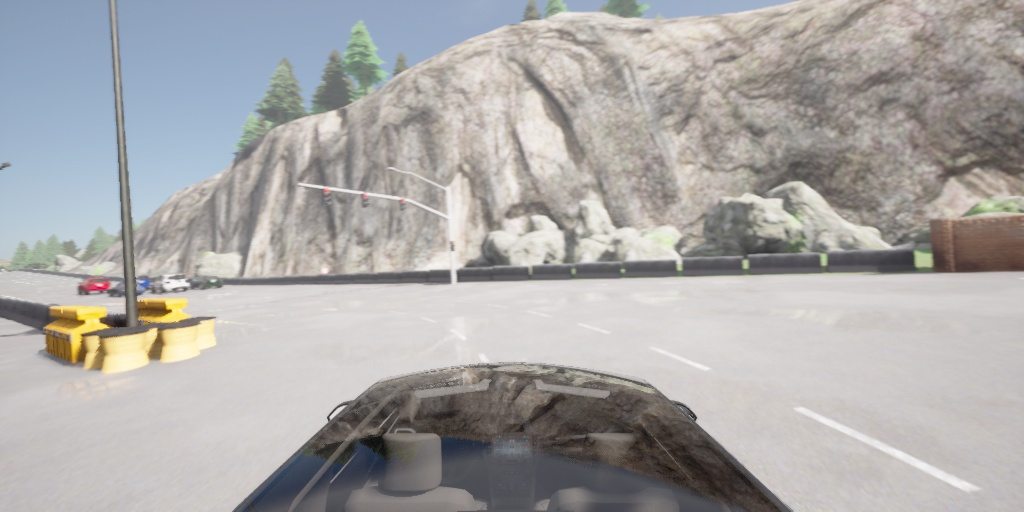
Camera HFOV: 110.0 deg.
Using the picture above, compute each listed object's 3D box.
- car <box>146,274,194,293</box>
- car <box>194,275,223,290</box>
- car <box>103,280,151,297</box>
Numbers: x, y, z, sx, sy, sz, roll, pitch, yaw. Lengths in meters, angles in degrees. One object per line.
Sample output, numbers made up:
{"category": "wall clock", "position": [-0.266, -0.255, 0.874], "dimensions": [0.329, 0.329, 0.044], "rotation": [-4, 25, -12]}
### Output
{"category": "car", "position": [-39.850, 3.190, 41.716], "dimensions": [5.566, 2.045, 2.150], "rotation": [-3, 1, 31]}
{"category": "car", "position": [-38.352, 3.221, 44.901], "dimensions": [4.553, 1.767, 2.097], "rotation": [-3, 0, 31]}
{"category": "car", "position": [-41.599, 3.626, 38.698], "dimensions": [5.357, 1.411, 2.033], "rotation": [-3, 1, 31]}
